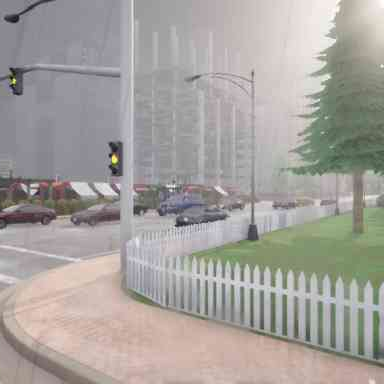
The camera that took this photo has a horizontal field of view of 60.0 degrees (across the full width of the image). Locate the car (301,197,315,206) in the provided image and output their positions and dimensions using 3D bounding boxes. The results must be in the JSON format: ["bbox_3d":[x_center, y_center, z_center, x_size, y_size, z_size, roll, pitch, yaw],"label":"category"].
[{"bbox_3d":[18.269,1.477,53.306,1.882,1.535,5.008,0,0,34],"label":"car"}]

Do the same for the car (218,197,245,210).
[{"bbox_3d":[4.669,1.491,39.694,2.128,1.511,4.902,0,0,34],"label":"car"}]

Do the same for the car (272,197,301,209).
[{"bbox_3d":[12.473,1.547,44.696,2.033,1.411,5.357,0,0,34],"label":"car"}]

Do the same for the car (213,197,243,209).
[{"bbox_3d":[5.181,1.491,46.672,2.128,1.511,4.902,0,0,34],"label":"car"}]

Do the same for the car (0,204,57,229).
[{"bbox_3d":[-11.386,1.525,22.140,1.812,1.442,4.674,0,0,36],"label":"car"}]

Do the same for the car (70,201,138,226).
[{"bbox_3d":[-6.271,1.525,23.431,1.812,1.442,4.674,0,0,34],"label":"car"}]

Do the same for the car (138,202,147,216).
[{"bbox_3d":[-6.169,1.477,29.887,1.882,1.535,5.008,0,0,34],"label":"car"}]

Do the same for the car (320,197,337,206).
[{"bbox_3d":[21.100,1.525,51.245,1.812,1.442,4.674,0,0,34],"label":"car"}]

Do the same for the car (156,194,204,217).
[{"bbox_3d":[-0.964,1.221,31.352,2.150,2.045,5.566,0,0,34],"label":"car"}]

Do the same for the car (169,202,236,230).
[{"bbox_3d":[0.773,1.564,21.045,1.994,1.385,4.181,0,0,34],"label":"car"}]
